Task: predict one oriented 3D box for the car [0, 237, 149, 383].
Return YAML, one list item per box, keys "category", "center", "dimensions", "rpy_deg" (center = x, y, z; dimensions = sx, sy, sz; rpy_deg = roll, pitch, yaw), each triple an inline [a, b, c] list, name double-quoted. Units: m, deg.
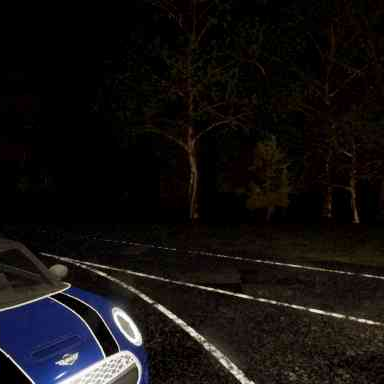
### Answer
- category: "car"
  center: [-2.644, 1.338, 3.762]
  dimensions: [4.553, 1.767, 2.097]
  rpy_deg: [1, 0, 35]
